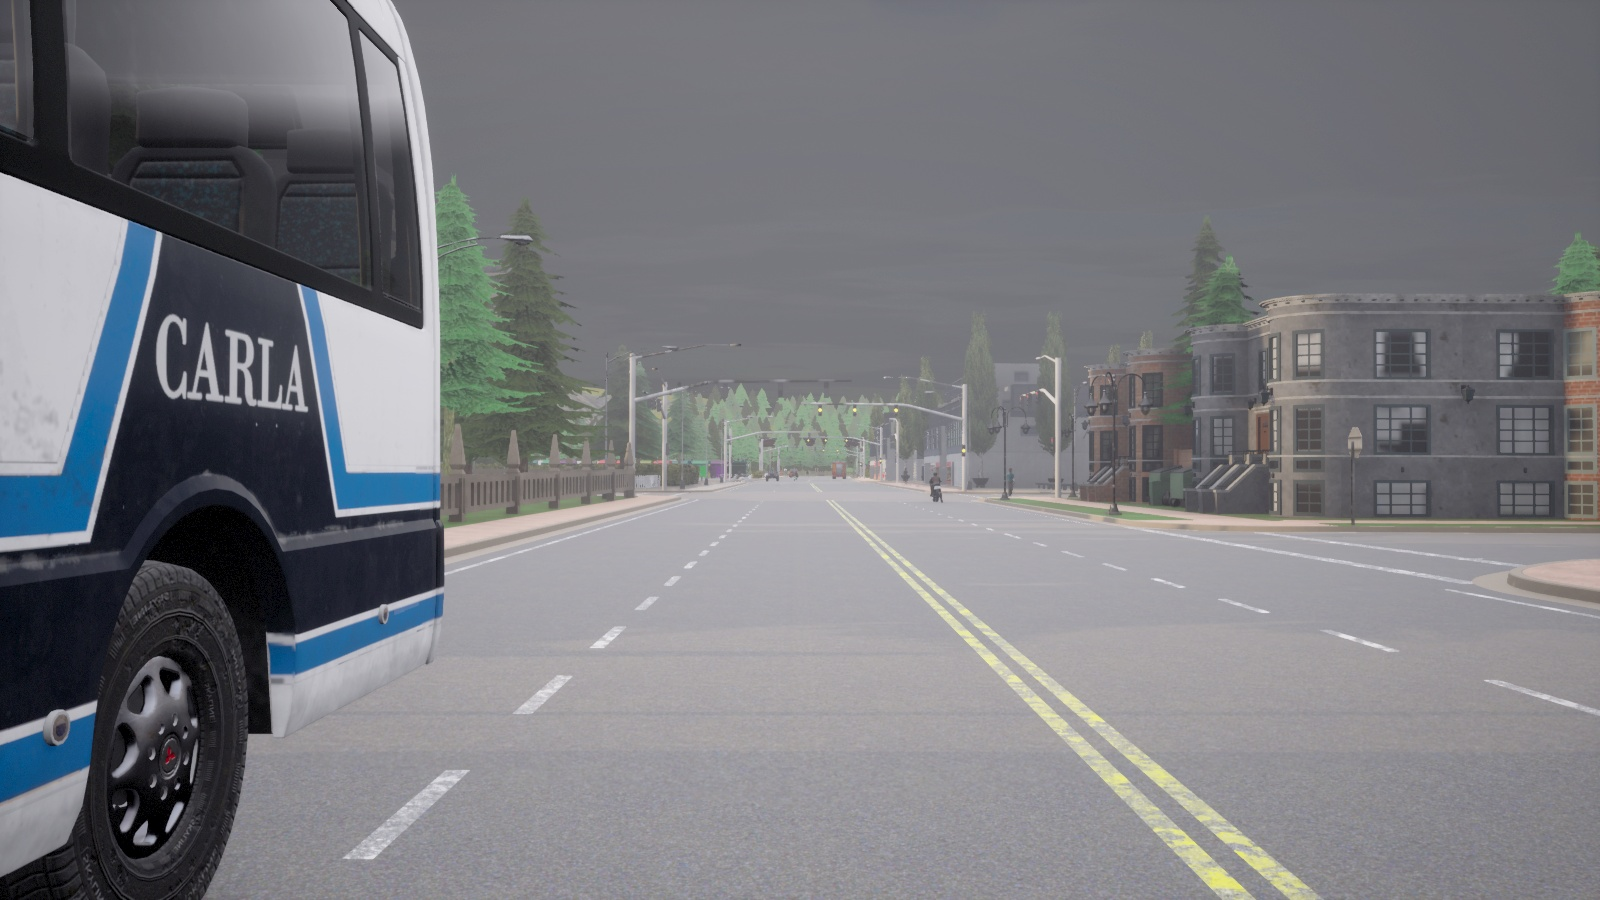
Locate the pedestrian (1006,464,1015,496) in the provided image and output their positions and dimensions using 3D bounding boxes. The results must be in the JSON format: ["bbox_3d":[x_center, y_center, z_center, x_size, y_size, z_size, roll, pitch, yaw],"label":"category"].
[{"bbox_3d":[12.629,1.814,75.292,0.396,1.930,0.692,0,-1,-2],"label":"pedestrian"}]

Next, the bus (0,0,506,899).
[{"bbox_3d":[-3.508,-0.523,1.472,3.944,4.253,10.273,0,-1,0],"label":"bus"}]
